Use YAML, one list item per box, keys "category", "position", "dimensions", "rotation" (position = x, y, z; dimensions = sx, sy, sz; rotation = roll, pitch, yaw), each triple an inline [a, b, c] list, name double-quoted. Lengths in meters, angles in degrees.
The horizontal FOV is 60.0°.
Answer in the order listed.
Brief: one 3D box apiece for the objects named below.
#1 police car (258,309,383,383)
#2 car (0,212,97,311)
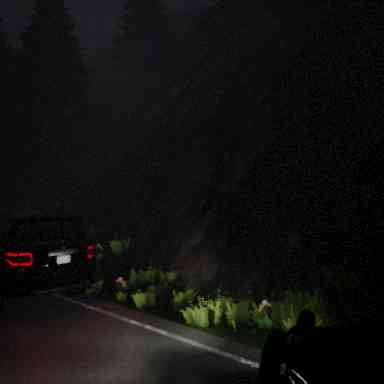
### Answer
- category: "police car"
  position: [3.008, 1.570, 2.245]
  dimensions: [5.238, 1.638, 1.930]
  rotation: [-1, -3, 39]
- category: "car"
  position: [-4.719, 1.516, 8.536]
  dimensions: [5.566, 2.045, 2.150]
  rotation: [-1, -3, 39]
